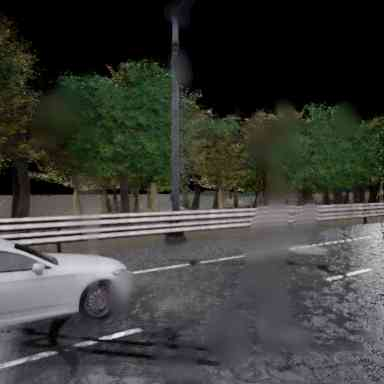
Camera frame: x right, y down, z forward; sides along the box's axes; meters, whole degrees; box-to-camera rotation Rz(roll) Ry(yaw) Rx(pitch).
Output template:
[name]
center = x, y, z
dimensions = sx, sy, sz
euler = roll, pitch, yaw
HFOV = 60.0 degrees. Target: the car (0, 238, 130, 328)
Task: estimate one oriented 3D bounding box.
[car]
center = -3.374, 1.519, 5.613
dimensions = 4.674, 1.442, 1.812
euler = 0, 0, -35
